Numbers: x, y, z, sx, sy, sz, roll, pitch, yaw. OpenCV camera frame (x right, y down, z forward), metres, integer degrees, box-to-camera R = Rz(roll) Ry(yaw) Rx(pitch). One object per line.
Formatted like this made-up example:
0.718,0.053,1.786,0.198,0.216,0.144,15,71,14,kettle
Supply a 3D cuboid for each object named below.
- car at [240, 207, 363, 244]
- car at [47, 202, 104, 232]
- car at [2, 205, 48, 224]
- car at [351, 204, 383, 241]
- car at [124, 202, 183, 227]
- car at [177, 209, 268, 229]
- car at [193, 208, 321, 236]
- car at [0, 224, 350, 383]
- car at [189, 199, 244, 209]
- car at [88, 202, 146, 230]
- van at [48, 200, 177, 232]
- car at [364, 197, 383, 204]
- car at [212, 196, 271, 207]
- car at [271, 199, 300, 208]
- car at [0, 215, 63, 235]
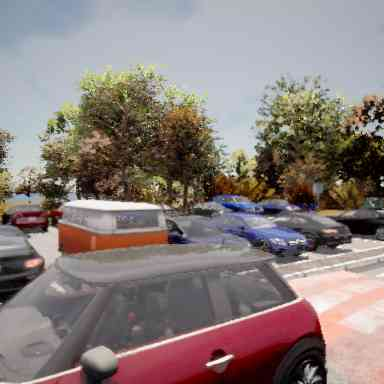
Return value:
4.445,1.586,14.357,2.002,1.452,4.674,1,0,-36,car
-7.553,1.495,21.197,2.097,1.535,5.008,1,0,-36,car
-9.863,1.501,19.572,2.163,1.488,4.792,1,0,-36,car
9.029,1.591,17.661,2.097,1.535,5.008,1,0,-36,car
-2.973,1.544,24.502,2.231,1.521,4.892,1,0,-36,car
-0.123,1.528,11.029,2.163,1.488,4.792,1,0,-36,car
2.150,1.562,12.708,2.002,1.452,4.674,1,0,-36,car
-0.794,1.383,3.116,4.553,1.767,2.097,1,-1,-35,car
1.597,1.589,27.818,2.231,1.521,4.892,1,0,-36,car
-5.263,1.519,22.849,2.097,1.535,5.008,1,0,-36,car
-2.498,1.248,9.496,1.878,1.987,4.442,1,0,-36,van
13.628,1.381,20.951,2.435,2.045,5.566,0,0,-36,car
3.808,1.357,29.371,2.435,2.045,5.566,1,0,-36,car
8.515,1.516,32.724,2.185,1.767,4.553,1,-1,-36,car
-4.722,1.490,7.744,2.002,1.452,4.674,1,0,-36,car
